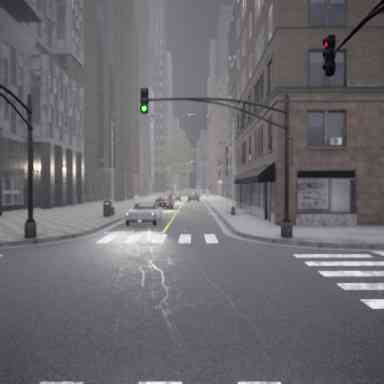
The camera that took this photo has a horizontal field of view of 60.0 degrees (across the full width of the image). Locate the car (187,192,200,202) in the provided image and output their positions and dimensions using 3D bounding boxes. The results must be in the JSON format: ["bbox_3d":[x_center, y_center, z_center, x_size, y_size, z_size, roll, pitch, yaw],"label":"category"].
[{"bbox_3d":[0.240,0.788,52.261,2.128,1.511,4.902,0,1,0],"label":"car"}]

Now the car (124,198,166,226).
[{"bbox_3d":[-2.992,1.319,21.198,1.895,1.301,4.718,0,1,0],"label":"car"}]

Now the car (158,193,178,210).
[{"bbox_3d":[-2.922,1.095,35.106,1.994,1.385,4.181,0,1,1],"label":"car"}]

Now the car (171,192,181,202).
[{"bbox_3d":[-2.780,0.767,53.897,2.128,1.511,4.902,0,1,1],"label":"car"}]

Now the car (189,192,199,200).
[{"bbox_3d":[0.288,0.677,62.684,1.812,1.442,4.674,0,1,0],"label":"car"}]
